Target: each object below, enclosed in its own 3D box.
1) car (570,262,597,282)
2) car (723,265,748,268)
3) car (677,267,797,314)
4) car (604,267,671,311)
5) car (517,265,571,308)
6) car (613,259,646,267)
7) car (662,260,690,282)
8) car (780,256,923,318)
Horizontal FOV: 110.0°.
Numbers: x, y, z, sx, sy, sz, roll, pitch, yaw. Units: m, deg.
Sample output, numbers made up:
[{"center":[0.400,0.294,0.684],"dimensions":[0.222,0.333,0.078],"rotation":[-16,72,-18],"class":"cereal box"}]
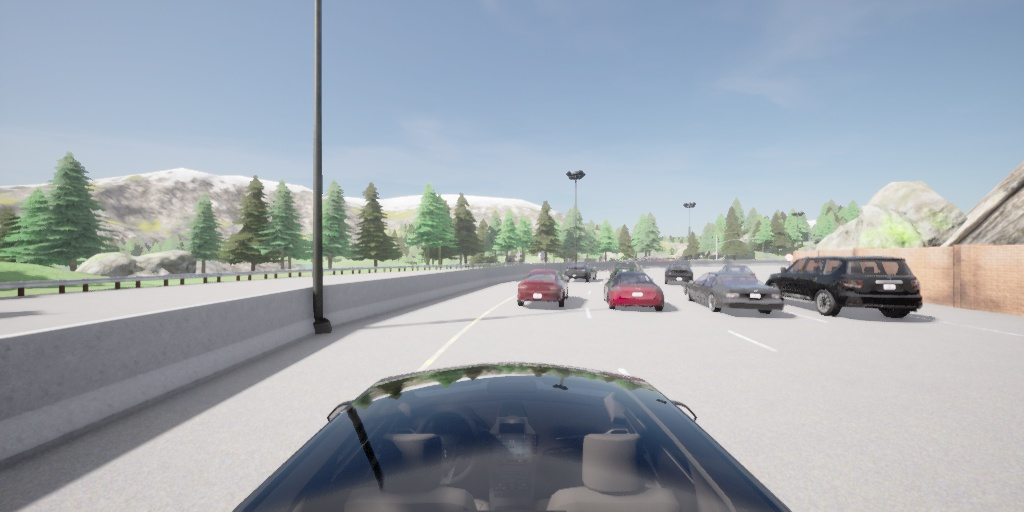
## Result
[{"center":[5.527,1.245,28.568],"dimensions":[2.128,1.511,4.902],"rotation":[0,0,23],"class":"car"},{"center":[15.187,1.313,24.451],"dimensions":[2.033,1.411,5.357],"rotation":[0,0,23],"class":"car"},{"center":[8.249,1.313,13.884],"dimensions":[2.033,1.411,5.357],"rotation":[0,0,12],"class":"car"},{"center":[4.819,1.322,14.582],"dimensions":[1.994,1.385,4.181],"rotation":[0,0,12],"class":"car"},{"center":[1.389,1.283,15.281],"dimensions":[1.812,1.442,4.674],"rotation":[0,0,12],"class":"car"},{"center":[8.735,1.116,27.168],"dimensions":[2.097,1.767,4.553],"rotation":[0,0,23],"class":"car"},{"center":[11.967,1.266,25.823],"dimensions":[1.837,1.490,4.892],"rotation":[0,0,23],"class":"car"},{"center":[11.684,1.008,13.215],"dimensions":[2.150,2.045,5.566],"rotation":[0,0,12],"class":"car"}]
